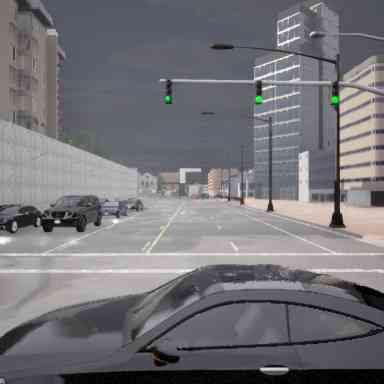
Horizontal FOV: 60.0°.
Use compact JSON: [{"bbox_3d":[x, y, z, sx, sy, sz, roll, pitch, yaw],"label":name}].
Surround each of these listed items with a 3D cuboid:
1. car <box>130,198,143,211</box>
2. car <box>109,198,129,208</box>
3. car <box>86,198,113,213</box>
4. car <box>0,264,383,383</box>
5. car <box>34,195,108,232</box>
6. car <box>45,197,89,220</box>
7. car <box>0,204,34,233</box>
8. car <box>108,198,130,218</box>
[{"bbox_3d":[-7.127,1.492,40.302,2.128,1.511,4.902,0,0,0],"label":"car"},{"bbox_3d":[-10.600,1.601,48.631,1.895,1.301,4.718,0,0,0],"label":"car"},{"bbox_3d":[-10.629,1.505,38.571,1.837,1.490,4.892,0,0,0],"label":"car"},{"bbox_3d":[0.354,1.530,3.402,4.674,1.442,1.812,0,0,0],"label":"car"},{"bbox_3d":[-7.115,1.221,20.319,2.150,2.045,5.566,0,0,0],"label":"car"},{"bbox_3d":[-10.626,1.352,28.753,2.097,1.767,4.553,0,0,0],"label":"car"},{"bbox_3d":[-10.618,1.505,19.685,1.837,1.490,4.892,0,0,0],"label":"car"},{"bbox_3d":[-7.126,1.526,29.959,1.812,1.442,4.674,0,0,0],"label":"car"}]
